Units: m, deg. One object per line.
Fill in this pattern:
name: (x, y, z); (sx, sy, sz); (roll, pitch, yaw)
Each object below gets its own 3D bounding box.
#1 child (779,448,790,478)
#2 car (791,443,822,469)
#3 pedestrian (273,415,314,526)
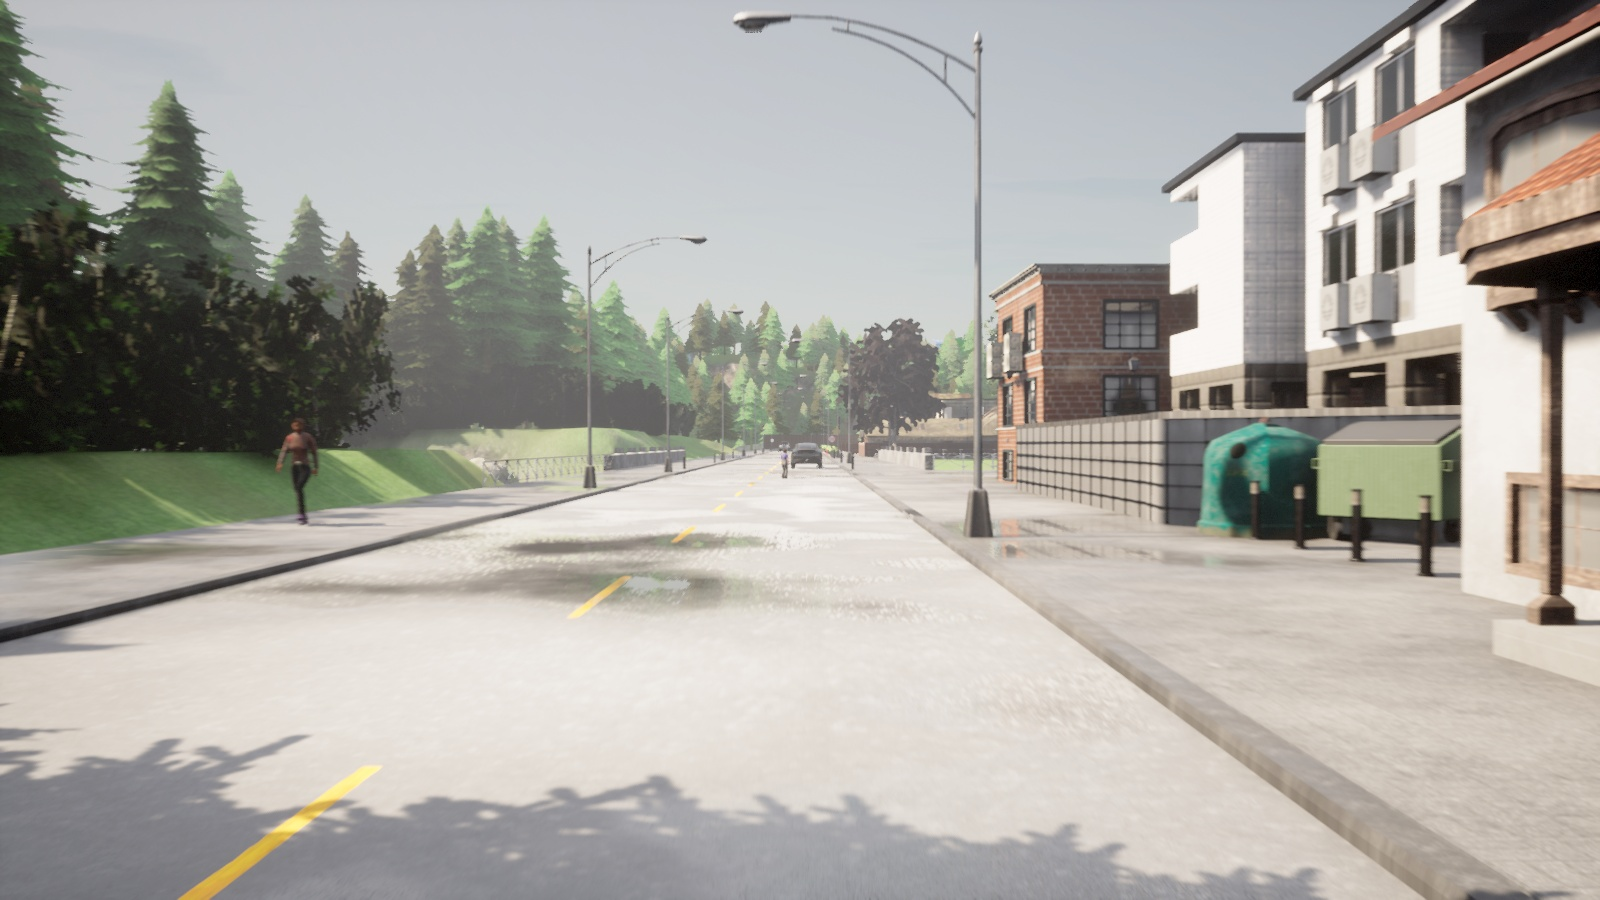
child: (-0.643, 0.536, 51.970); (0.270, 1.263, 0.437); (0, 0, 41)
car: (0.401, 0.330, 75.506); (1.837, 1.490, 4.892); (0, 0, 0)
pedestrian: (-8.373, 0.333, 20.793); (0.328, 1.805, 0.869); (0, 0, 0)
